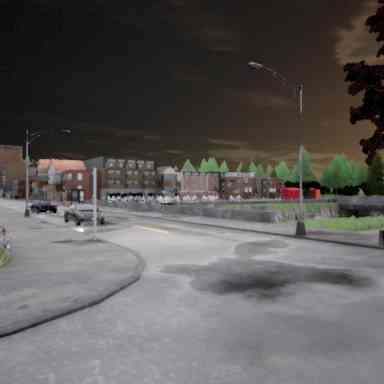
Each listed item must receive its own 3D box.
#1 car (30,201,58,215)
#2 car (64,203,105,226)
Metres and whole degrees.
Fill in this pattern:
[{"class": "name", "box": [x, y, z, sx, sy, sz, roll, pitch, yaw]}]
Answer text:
[{"class": "car", "box": [-15.459, 1.598, 34.682, 1.895, 1.301, 4.718, 0, 0, -35]}, {"class": "car", "box": [-7.794, 1.523, 23.785, 1.812, 1.442, 4.674, 0, 0, -35]}]
